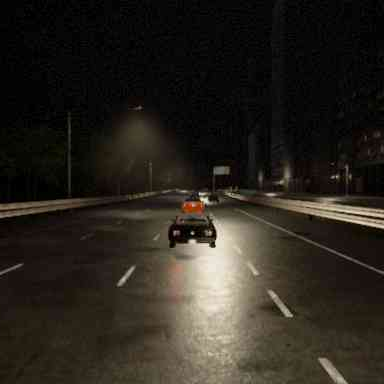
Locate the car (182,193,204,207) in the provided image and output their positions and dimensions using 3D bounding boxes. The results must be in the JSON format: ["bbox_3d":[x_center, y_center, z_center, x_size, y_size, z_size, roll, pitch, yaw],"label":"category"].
[{"bbox_3d":[0.124,1.241,32.286,2.097,1.767,4.553,0,0,0],"label":"car"}]

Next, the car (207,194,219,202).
[{"bbox_3d":[4.060,1.180,64.060,1.837,1.490,4.892,0,1,1],"label":"car"}]

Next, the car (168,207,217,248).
[{"bbox_3d":[0.028,1.568,14.689,1.895,1.301,4.718,0,0,0],"label":"car"}]
